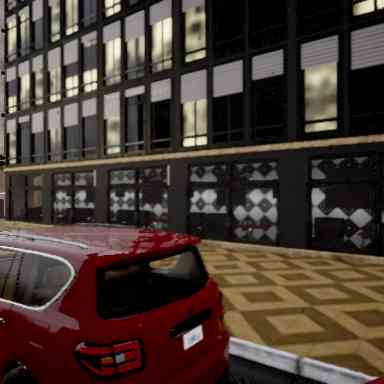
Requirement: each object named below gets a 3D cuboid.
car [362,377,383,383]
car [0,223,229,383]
[{"bbox_3d":[2.707,1.529,0.939,4.507,1.381,1.887,-1,0,36],"label":"car"},{"bbox_3d":[-1.934,1.349,4.249,5.009,1.841,2.192,-1,0,36],"label":"car"}]
